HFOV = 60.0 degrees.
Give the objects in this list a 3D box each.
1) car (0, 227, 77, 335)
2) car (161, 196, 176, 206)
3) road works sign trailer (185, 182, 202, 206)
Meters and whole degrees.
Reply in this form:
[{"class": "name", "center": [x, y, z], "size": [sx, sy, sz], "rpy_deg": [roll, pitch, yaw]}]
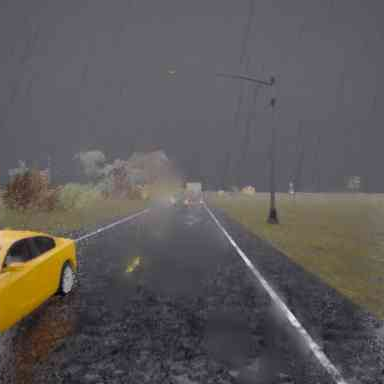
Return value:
[{"class": "car", "center": [-3.592, 1.454, 5.683], "size": [1.882, 1.535, 5.008], "rpy_deg": [0, 0, 0]}, {"class": "car", "center": [-3.323, 1.336, 48.782], "size": [1.812, 1.442, 4.674], "rpy_deg": [0, 0, 1]}, {"class": "road works sign trailer", "center": [0.266, 0.274, 49.074], "size": [2.380, 3.560, 2.880], "rpy_deg": [0, 0, 0]}]
